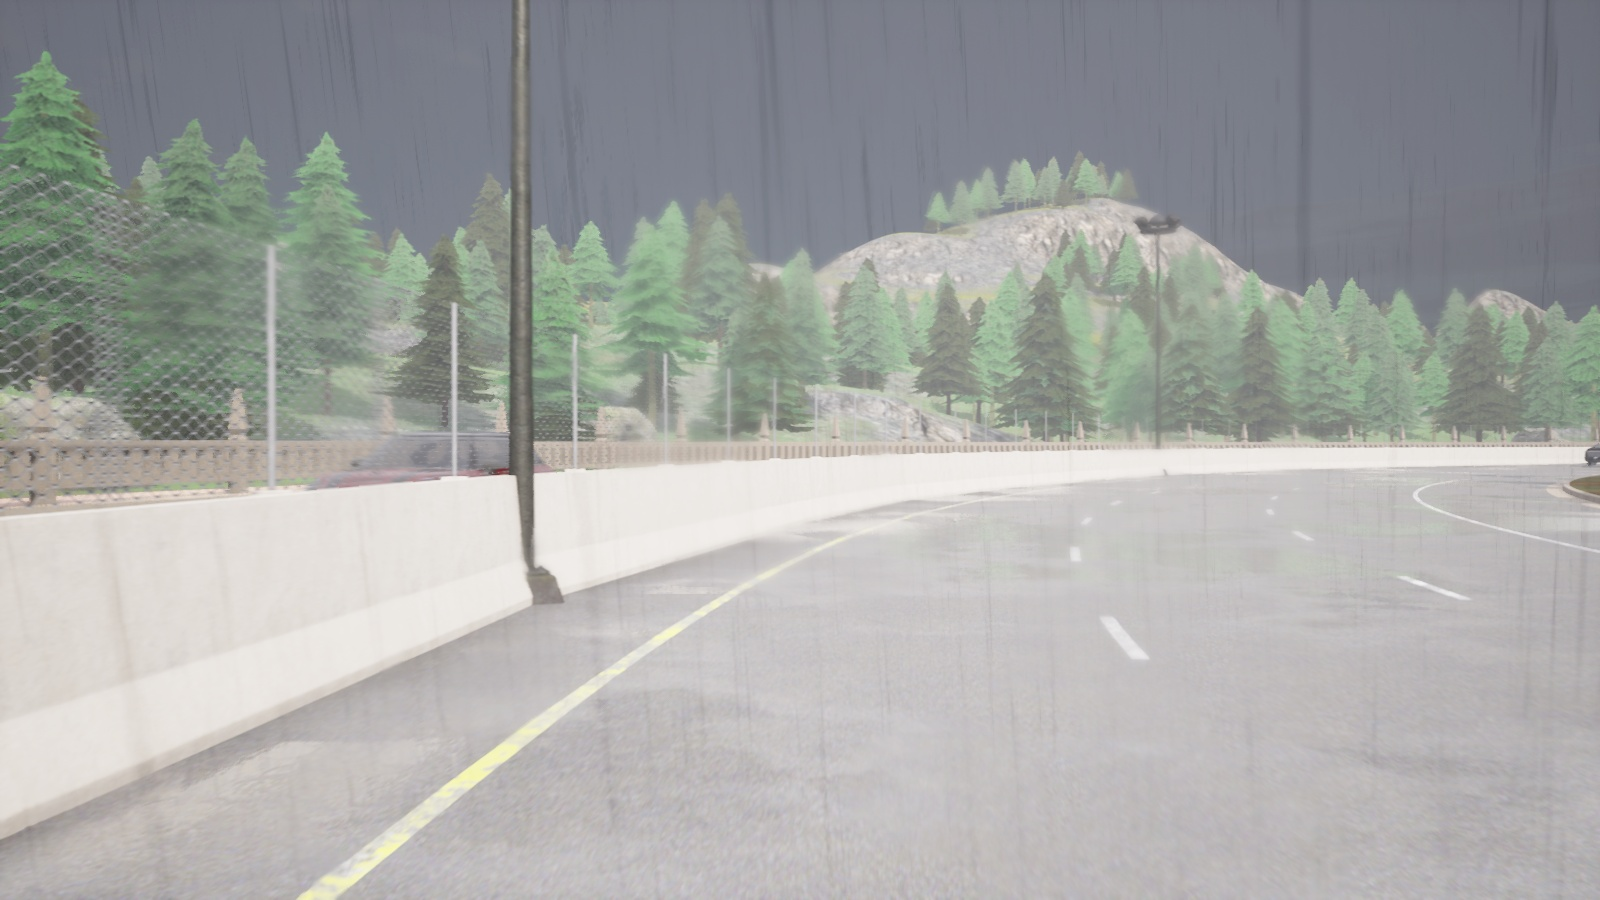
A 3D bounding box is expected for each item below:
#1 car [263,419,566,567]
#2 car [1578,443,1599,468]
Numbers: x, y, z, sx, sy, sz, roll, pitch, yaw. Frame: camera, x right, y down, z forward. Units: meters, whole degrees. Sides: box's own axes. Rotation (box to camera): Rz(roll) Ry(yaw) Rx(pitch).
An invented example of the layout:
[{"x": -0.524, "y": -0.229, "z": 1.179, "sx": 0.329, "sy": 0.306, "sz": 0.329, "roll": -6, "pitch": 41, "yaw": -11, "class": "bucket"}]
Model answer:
[{"x": -5.099, "y": 0.500, "z": 17.407, "sx": 2.097, "sy": 1.767, "sz": 4.553, "roll": 0, "pitch": 0, "yaw": 12, "class": "car"}, {"x": 51.028, "y": 0.332, "z": 78.299, "sx": 4.902, "sy": 1.511, "sz": 2.128, "roll": 0, "pitch": 0, "yaw": -29, "class": "car"}]
